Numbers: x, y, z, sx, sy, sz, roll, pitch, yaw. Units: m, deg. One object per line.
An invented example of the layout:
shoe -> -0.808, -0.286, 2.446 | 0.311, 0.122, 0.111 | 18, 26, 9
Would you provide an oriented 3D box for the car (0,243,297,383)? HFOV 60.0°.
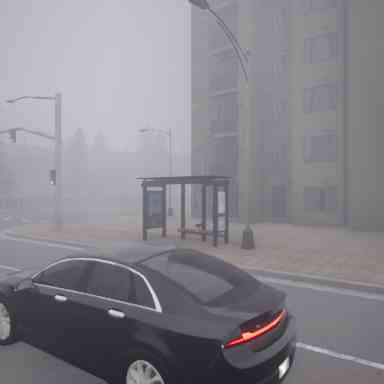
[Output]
car -> -1.055, 1.504, 4.732 | 4.892, 1.490, 1.837 | 0, 0, 35
